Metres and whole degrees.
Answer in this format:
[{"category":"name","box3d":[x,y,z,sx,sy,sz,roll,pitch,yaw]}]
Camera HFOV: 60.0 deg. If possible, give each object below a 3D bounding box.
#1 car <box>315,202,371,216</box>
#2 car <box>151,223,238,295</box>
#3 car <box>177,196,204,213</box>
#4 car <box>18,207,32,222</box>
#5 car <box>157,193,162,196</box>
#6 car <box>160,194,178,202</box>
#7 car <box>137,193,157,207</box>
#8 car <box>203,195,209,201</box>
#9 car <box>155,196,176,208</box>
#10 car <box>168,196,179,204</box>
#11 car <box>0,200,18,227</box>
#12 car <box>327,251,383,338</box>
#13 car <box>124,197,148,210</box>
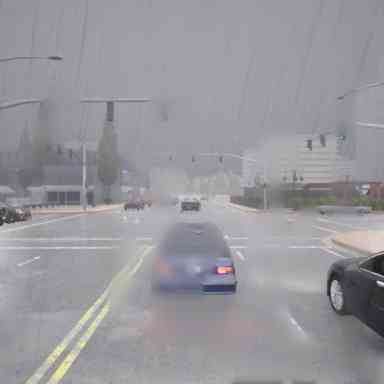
[{"category":"car","box3d":[14.343,1.601,31.804,4.718,1.301,1.895,0,0,1]},{"category":"car","box3d":[0.053,1.547,8.881,2.033,1.411,5.357,0,0,0]},{"category":"car","box3d":[-0.102,1.477,37.921,1.882,1.535,5.008,1,0,6]},{"category":"car","box3d":[-14.162,1.352,24.112,4.553,1.767,2.097,0,0,-5]},{"category":"car","box3d":[-7.265,1.352,61.823,2.097,1.767,4.553,0,0,0]},{"category":"car","box3d":[-3.771,1.491,56.828,2.128,1.511,4.902,0,0,0]},{"category":"car","box3d":[-7.260,1.221,51.896,2.150,2.045,5.566,0,0,0]},{"category":"car","box3d":[3.222,1.552,84.560,1.994,1.385,4.181,0,0,0]},{"category":"car","box3d":[-3.755,1.601,47.558,1.895,1.301,4.718,0,0,0]},{"category":"car","box3d":[-3.748,1.564,66.696,1.994,1.385,4.181,0,0,0]},{"category":"car","box3d":[-14.126,1.220,20.242,5.566,2.045,2.150,0,0,0]},{"category":"car","box3d":[3.547,1.505,4.636,1.837,1.490,4.892,0,0,0]},{"category":"car","box3d":[-7.287,1.601,42.252,1.895,1.301,4.718,0,0,1]}]
